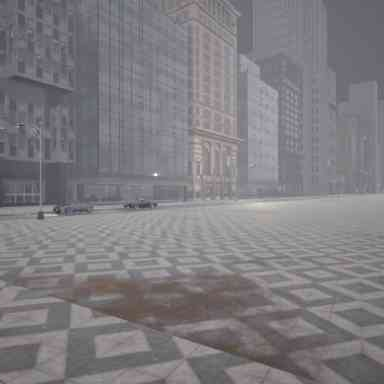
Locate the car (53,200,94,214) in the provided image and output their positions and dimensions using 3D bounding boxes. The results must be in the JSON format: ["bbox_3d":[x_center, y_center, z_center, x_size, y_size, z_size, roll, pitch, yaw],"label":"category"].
[{"bbox_3d":[-12.460,1.576,35.163,1.994,1.385,4.181,0,0,37],"label":"car"}]

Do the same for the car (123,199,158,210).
[{"bbox_3d":[-6.688,1.599,43.272,1.895,1.301,4.718,0,0,36],"label":"car"}]
